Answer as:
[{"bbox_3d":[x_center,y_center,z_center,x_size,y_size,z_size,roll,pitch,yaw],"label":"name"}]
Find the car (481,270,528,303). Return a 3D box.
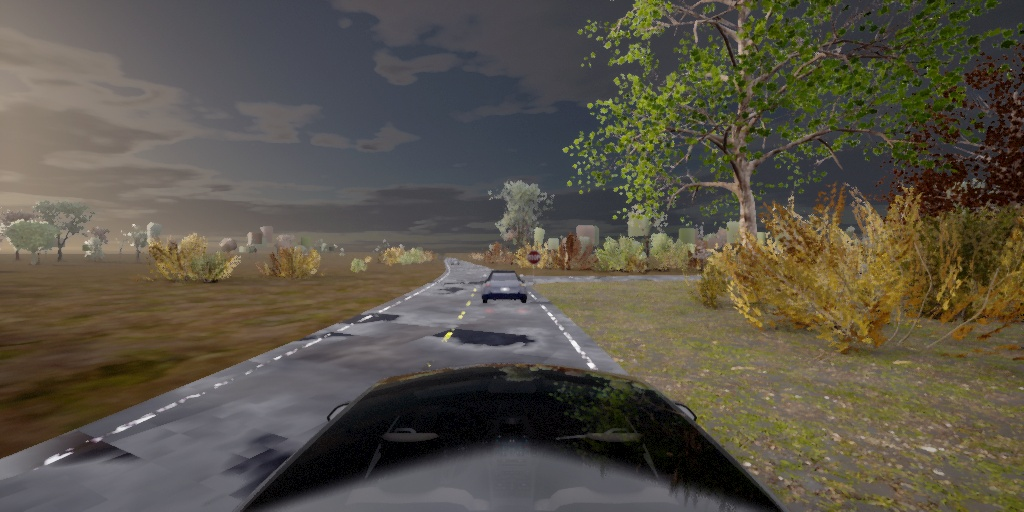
[{"bbox_3d":[-0.394,1.323,16.576,1.994,1.385,4.181,0,0,-3],"label":"car"}]

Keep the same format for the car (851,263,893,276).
[{"bbox_3d":[35.933,1.392,35.549,4.181,1.385,1.994,0,0,-10],"label":"car"}]
